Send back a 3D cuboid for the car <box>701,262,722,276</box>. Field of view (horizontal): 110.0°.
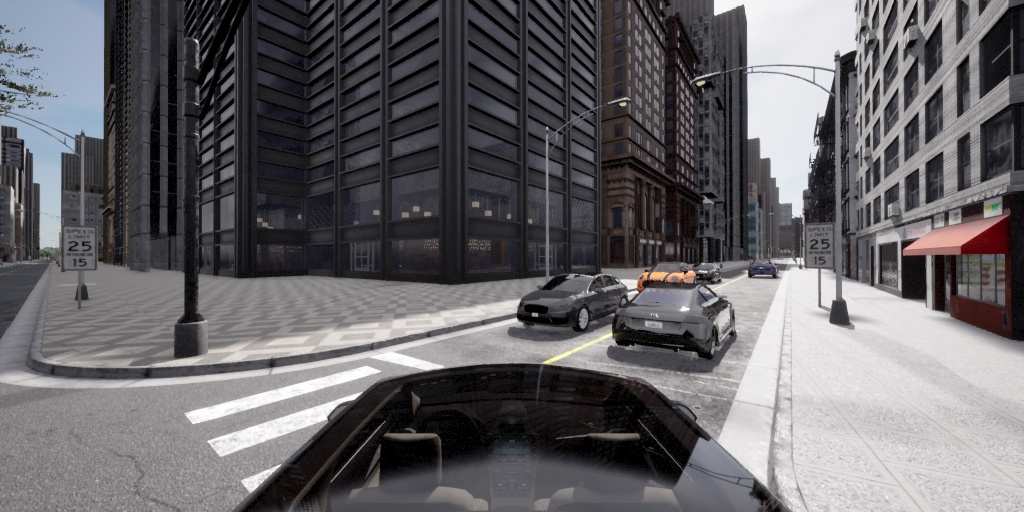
[{"bbox_3d":[14.695,1.259,27.379,1.837,1.490,4.892,0,0,38],"label":"car"}]

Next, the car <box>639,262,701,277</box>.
[{"bbox_3d":[8.398,1.111,19.302,2.097,1.767,4.553,0,0,38],"label":"car"}]

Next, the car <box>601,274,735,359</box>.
[{"bbox_3d":[4.006,1.312,8.606,1.994,1.385,4.181,0,0,38],"label":"car"}]

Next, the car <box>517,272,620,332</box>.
[{"bbox_3d":[2.084,1.268,11.185,1.837,1.490,4.892,0,0,38],"label":"car"}]

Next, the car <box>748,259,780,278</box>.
[{"bbox_3d":[23.601,1.084,33.697,2.097,1.767,4.553,0,0,38],"label":"car"}]
